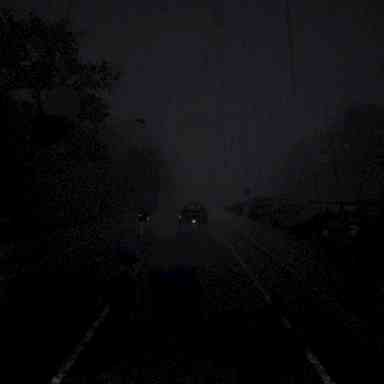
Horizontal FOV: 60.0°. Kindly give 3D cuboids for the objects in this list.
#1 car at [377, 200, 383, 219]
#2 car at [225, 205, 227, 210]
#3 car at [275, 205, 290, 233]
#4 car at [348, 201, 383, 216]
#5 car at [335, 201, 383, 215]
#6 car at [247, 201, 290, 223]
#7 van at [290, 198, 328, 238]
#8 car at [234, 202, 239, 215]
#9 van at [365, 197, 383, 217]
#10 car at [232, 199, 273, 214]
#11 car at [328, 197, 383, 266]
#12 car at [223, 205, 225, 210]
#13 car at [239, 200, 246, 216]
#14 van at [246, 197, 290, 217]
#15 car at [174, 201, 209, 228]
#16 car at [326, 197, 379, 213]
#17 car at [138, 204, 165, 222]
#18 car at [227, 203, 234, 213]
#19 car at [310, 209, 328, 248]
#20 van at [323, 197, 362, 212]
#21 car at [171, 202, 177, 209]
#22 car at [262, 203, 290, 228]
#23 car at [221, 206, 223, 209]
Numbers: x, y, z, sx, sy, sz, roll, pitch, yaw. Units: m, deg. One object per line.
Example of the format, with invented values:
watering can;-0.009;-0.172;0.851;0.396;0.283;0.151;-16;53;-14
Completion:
car;20.149;1.601;31.072;4.553;1.767;2.185;0;-1;0
car;7.126;1.888;42.390;5.008;1.535;2.097;0;-1;0
car;7.079;1.588;17.410;4.674;1.452;2.002;0;-1;0
car;20.183;1.801;36.610;4.892;1.521;2.231;0;-1;0
car;20.009;1.836;39.377;5.366;1.575;1.946;0;-1;0
car;7.096;1.658;25.738;5.008;1.535;2.097;0;-1;0
van;6.955;1.285;14.638;4.442;1.987;1.878;0;-1;0
car;7.135;1.798;34.065;4.792;1.488;2.163;0;-1;0
van;20.301;1.538;33.842;4.442;1.987;1.878;0;-1;0
car;7.146;1.718;39.615;4.553;1.767;2.185;0;-1;0
car;7.091;1.202;9.102;5.566;2.045;2.435;0;0;0
car;7.130;1.941;45.162;4.892;1.521;2.231;0;-1;0
car;7.103;1.771;31.290;4.674;1.452;2.002;0;-1;0
van;7.212;1.469;28.517;4.442;1.987;1.878;0;-1;0
car;0.116;1.633;23.047;2.128;1.511;4.902;0;-1;0
car;20.227;1.630;42.149;5.566;2.045;2.435;0;-1;0
car;-3.329;1.753;28.274;2.033;1.411;5.357;0;-1;0
car;7.082;1.553;36.846;5.566;2.045;2.435;0;-1;0
car;7.096;1.504;11.852;4.792;1.488;2.163;0;0;0
van;20.321;1.710;45.040;4.442;1.987;1.878;0;-1;0
car;-3.182;2.789;68.840;1.994;1.385;4.181;0;-2;0
car;7.052;1.614;20.188;4.792;1.488;2.163;0;-1;0
car;6.944;1.998;47.930;5.366;1.575;1.946;0;-1;0
